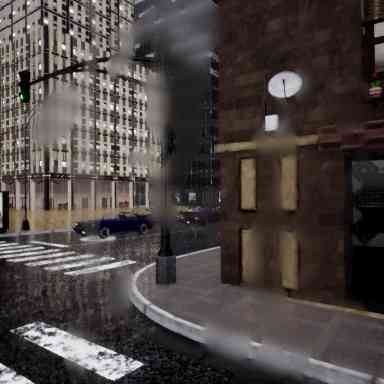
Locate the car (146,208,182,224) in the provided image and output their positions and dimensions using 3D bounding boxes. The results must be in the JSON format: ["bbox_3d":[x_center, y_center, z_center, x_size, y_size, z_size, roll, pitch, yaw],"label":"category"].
[{"bbox_3d":[-3.134,1.893,25.600,2.008,1.369,4.403,-2,-2,35],"label":"car"}]

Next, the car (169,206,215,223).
[{"bbox_3d":[0.059,1.974,30.163,2.008,1.369,4.403,-2,-2,35],"label":"car"}]

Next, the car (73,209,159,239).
[{"bbox_3d":[-4.364,1.835,19.155,1.895,1.301,4.718,-1,-1,36],"label":"car"}]

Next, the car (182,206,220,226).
[{"bbox_3d":[1.259,1.922,27.109,2.033,1.411,5.357,-1,-1,35],"label":"car"}]
